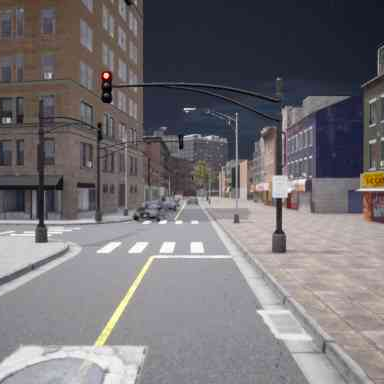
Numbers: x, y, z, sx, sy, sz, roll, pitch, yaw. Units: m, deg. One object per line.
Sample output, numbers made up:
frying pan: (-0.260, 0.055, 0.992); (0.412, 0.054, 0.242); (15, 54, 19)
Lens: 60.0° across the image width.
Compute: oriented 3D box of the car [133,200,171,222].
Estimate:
car: (-3.242, 1.567, 26.485); (1.994, 1.385, 4.181); (0, 0, 6)

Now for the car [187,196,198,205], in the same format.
car: (0.118, 1.509, 59.158); (2.128, 1.511, 4.902); (0, 0, 0)

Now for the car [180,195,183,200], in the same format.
car: (-2.828, 1.561, 51.769); (2.033, 1.411, 5.357); (0, 0, 0)

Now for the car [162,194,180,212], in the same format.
car: (-2.837, 1.358, 39.266); (2.097, 1.767, 4.553); (0, 0, 0)
